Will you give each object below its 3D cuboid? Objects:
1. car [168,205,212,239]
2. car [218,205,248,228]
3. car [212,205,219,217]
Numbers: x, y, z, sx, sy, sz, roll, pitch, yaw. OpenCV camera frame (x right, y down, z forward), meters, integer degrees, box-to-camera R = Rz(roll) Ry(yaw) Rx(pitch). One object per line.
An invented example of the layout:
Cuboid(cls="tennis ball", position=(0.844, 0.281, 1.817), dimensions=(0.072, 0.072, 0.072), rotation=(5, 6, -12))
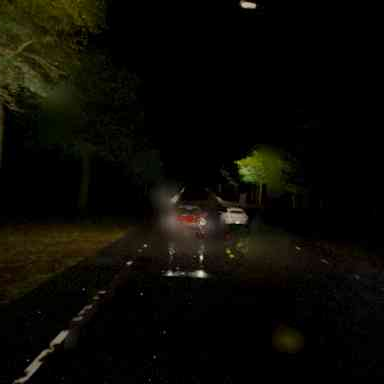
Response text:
Cuboid(cls="car", position=(-0.200, 1.540, 18.900), dimensions=(2.097, 1.767, 4.553), rotation=(3, -1, 0))
Cuboid(cls="car", position=(3.347, 2.008, 26.503), dimensions=(1.812, 1.442, 4.674), rotation=(3, -1, 0))
Cuboid(cls="car", position=(3.305, 2.246, 39.869), dimensions=(1.994, 1.385, 4.181), rotation=(3, -1, 0))
